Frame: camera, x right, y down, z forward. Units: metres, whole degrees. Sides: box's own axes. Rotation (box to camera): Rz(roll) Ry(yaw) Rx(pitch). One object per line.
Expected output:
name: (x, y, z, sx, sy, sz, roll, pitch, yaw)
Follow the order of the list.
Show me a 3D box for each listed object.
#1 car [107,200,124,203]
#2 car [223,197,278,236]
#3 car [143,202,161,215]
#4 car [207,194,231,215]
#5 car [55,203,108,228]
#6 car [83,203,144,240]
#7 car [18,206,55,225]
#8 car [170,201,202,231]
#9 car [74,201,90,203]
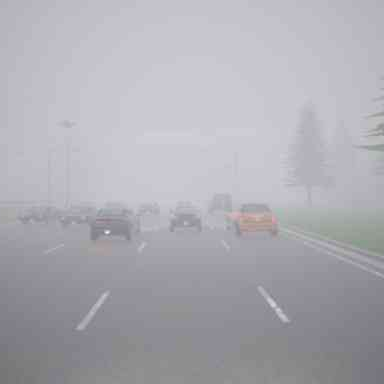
car: (-7.755, 1.560, 34.042, 2.128, 1.511, 4.902, 0, 0, -2)
car: (3.166, 1.344, 18.409, 2.097, 1.767, 4.553, 0, 0, -1)
car: (-4.235, 1.647, 33.693, 1.895, 1.301, 4.718, 0, 0, -2)
car: (2.788, 1.216, 33.677, 2.150, 2.045, 5.566, 0, -1, -3)
car: (-7.454, 1.661, 23.010, 1.895, 1.301, 4.718, 0, 0, -1)
car: (-3.803, 1.537, 17.081, 1.837, 1.490, 4.892, 0, 0, -1)
car: (-11.006, 1.684, 24.952, 1.895, 1.301, 4.718, 0, 0, -1)
car: (-0.390, 1.540, 20.437, 1.812, 1.442, 4.674, 0, 0, -2)
car: (-11.260, 1.616, 34.098, 1.812, 1.442, 4.674, 0, 0, -2)
